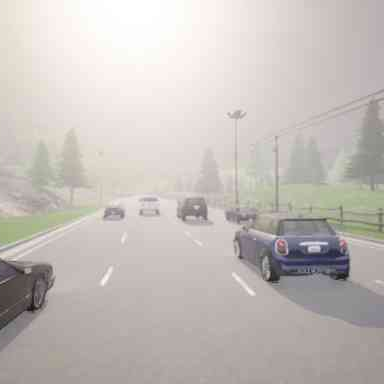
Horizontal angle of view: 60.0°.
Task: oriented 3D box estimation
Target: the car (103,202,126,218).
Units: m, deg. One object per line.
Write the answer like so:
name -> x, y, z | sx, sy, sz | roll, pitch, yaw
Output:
car -> -7.627, 1.763, 32.992 | 1.812, 1.442, 4.674 | 0, 0, -9

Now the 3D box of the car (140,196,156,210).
car -> -6.599, 1.567, 49.157 | 2.150, 2.045, 5.566 | 0, 0, -9

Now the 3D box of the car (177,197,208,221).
car -> -0.035, 1.426, 29.696 | 2.150, 2.045, 5.566 | 0, 0, -9

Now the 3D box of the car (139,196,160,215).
car -> -4.949, 1.492, 38.556 | 2.150, 2.045, 5.566 | 0, 0, -9

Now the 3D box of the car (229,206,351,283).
car -> 2.734, 1.416, 10.150 | 2.097, 1.767, 4.553 | 0, -1, -6

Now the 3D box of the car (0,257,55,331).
car -> -3.742, 1.587, 4.751 | 2.033, 1.411, 5.357 | 0, 0, -4

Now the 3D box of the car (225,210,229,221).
car -> 3.996, 1.775, 26.555 | 1.895, 1.301, 4.718 | 0, 0, -9
